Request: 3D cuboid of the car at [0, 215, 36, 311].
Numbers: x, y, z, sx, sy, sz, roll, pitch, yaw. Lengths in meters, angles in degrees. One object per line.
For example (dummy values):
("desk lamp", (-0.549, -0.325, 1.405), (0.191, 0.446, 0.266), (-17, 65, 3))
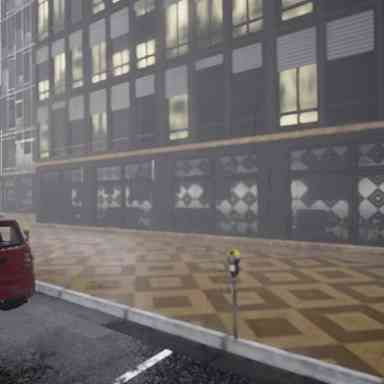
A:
("car", (-5.085, 1.317, 6.519), (5.009, 1.841, 2.192), (0, -1, 36))
